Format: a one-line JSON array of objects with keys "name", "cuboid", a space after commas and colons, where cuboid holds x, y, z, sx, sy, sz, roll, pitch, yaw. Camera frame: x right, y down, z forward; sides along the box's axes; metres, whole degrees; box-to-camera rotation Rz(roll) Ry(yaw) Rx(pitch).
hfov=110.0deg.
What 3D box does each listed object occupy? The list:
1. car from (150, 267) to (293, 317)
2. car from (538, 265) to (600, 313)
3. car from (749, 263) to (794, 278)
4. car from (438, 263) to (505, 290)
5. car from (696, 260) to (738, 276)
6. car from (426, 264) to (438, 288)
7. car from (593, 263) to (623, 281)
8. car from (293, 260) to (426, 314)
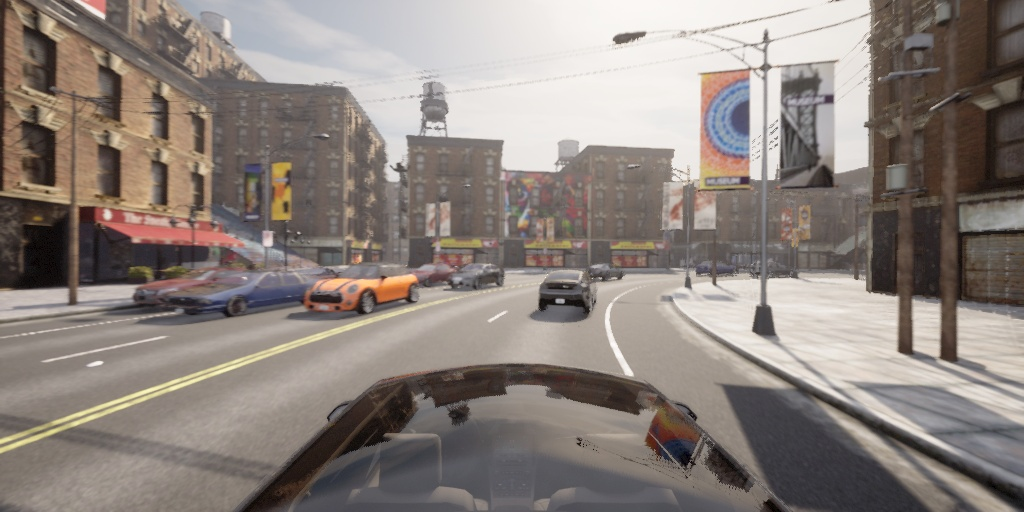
[{"name": "car", "cuboid": [-9.132, 1.219, 13.068, 2.033, 1.411, 5.357, 0, 0, 13]}, {"name": "car", "cuboid": [2.335, 1.276, 14.342, 1.837, 1.490, 4.892, 0, 0, 17]}, {"name": "car", "cuboid": [27.467, 1.499, 37.745, 4.892, 1.490, 1.837, 0, 0, -12]}, {"name": "car", "cuboid": [-2.114, 1.224, 22.516, 2.128, 1.511, 4.902, 0, 0, 25]}, {"name": "car", "cuboid": [23.012, 1.307, 40.202, 4.553, 1.767, 2.097, 0, 0, -19]}, {"name": "car", "cuboid": [-5.313, 1.231, 23.904, 1.812, 1.442, 4.674, 0, 0, 25]}, {"name": "car", "cuboid": [7.875, 1.347, 30.734, 1.812, 1.442, 4.674, 0, 0, 41]}, {"name": "car", "cuboid": [-5.440, 1.055, 13.607, 2.097, 1.767, 4.553, 1, 0, 15]}]
